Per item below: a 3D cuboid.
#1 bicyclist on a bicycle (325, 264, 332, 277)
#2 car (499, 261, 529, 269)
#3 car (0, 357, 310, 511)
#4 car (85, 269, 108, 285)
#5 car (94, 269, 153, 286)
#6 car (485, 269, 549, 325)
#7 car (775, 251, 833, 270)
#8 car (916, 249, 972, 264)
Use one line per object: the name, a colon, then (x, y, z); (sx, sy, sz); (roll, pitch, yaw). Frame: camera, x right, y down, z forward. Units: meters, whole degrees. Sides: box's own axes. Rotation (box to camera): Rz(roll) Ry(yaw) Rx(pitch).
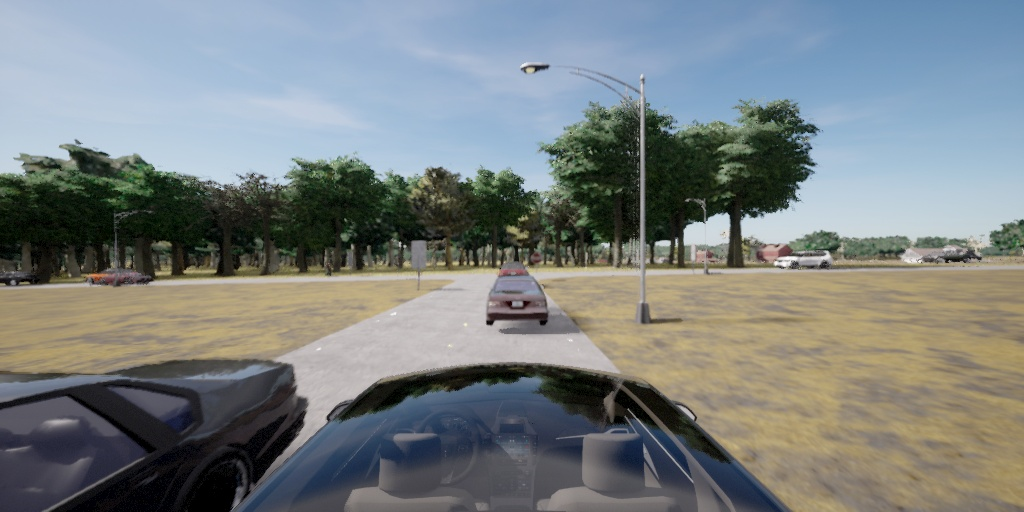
bicyclist on a bicycle: (-22.623, 1.792, 44.131); (0.582, 1.620, 1.656); (-1, 0, 0)
car: (0.126, 1.189, 25.397); (2.097, 1.767, 4.553); (0, 0, 1)
car: (-2.852, 1.298, 1.057); (2.033, 1.411, 5.357); (0, 0, 0)
car: (-45.838, 2.267, 41.086); (4.553, 1.767, 2.097); (-1, 0, 1)
car: (-41.057, 2.380, 38.222); (4.181, 1.385, 1.994); (-2, 0, 0)
car: (0.106, 1.317, 11.903); (2.033, 1.411, 5.357); (0, 0, -1)
car: (33.320, 0.496, 41.002); (5.566, 2.045, 2.150); (-1, 0, 0)
car: (49.108, 0.025, 40.880); (4.553, 1.767, 2.097); (-1, 0, 0)
